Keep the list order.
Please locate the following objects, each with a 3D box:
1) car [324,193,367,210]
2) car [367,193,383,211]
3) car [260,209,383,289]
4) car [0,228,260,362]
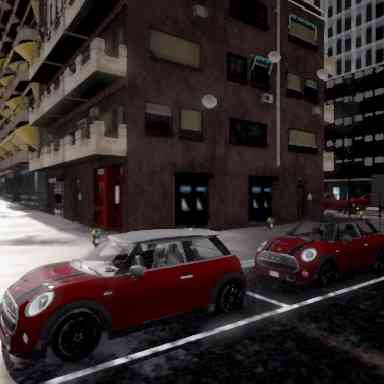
[{"bbox_3d":[12.477,1.011,30.038,2.192,1.841,5.009,2,0,-36],"label":"car"},{"bbox_3d":[19.220,1.032,35.013,2.192,1.841,5.009,1,0,-36],"label":"car"},{"bbox_3d":[3.601,1.440,9.127,4.097,1.590,1.967,0,0,-35],"label":"car"},{"bbox_3d":[-1.025,1.439,5.827,4.097,1.590,1.967,0,0,-36],"label":"car"}]
